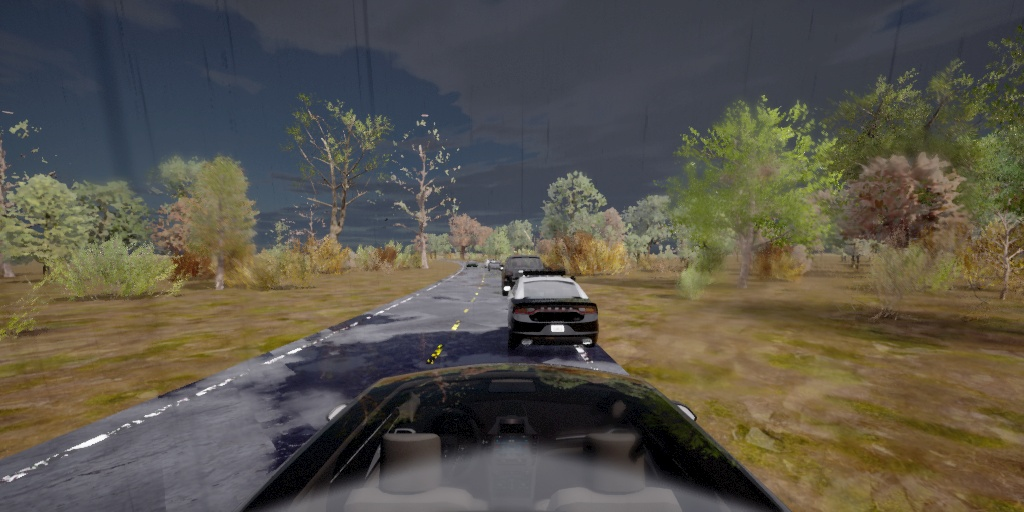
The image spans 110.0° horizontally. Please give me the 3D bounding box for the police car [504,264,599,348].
[{"bbox_3d":[0.820,1.174,9.399,1.930,1.638,5.238,0,0,-1],"label":"police car"}]

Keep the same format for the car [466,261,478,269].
[{"bbox_3d":[-6.223,1.354,55.882,1.895,1.301,4.718,0,0,-7],"label":"car"}]

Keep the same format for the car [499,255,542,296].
[{"bbox_3d":[0.531,0.972,19.363,2.150,2.045,5.566,0,0,-2],"label":"car"}]

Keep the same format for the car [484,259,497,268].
[{"bbox_3d":[-3.595,1.278,59.848,1.812,1.442,4.674,0,0,-8],"label":"car"}]

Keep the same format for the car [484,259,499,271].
[{"bbox_3d":[-2.314,1.240,48.050,2.128,1.511,4.902,0,0,-5],"label":"car"}]
